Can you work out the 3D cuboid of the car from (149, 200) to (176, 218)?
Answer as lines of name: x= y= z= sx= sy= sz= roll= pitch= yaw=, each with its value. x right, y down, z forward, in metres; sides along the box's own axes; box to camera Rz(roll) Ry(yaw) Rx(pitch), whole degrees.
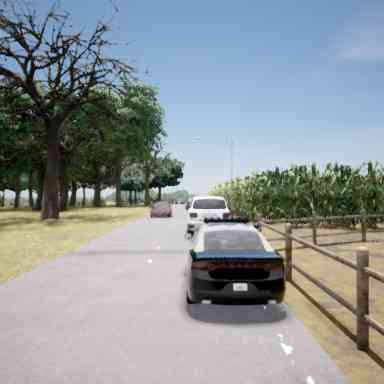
car: x=-2.820 y=1.633 z=31.143 sx=1.812 sy=1.442 sz=4.674 roll=0 pitch=0 yaw=0

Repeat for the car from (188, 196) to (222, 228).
car: x=0.847 y=1.294 z=24.219 sx=2.150 sy=2.045 sz=5.566 roll=0 pitch=0 yaw=0

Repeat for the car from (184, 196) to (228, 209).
car: x=0.842 y=1.264 z=18.217 sx=2.150 sy=2.045 sz=5.566 roll=0 pitch=0 yaw=0

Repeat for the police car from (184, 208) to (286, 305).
police car: x=0.832 y=1.433 z=8.290 sx=1.930 sy=1.638 sz=5.238 roll=0 pitch=0 yaw=0

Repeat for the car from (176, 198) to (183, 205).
car: x=-2.681 y=2.102 z=72.531 sx=2.128 sy=1.511 sz=4.902 roll=0 pitch=-1 yaw=0

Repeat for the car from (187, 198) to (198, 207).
car: x=0.056 y=1.829 z=59.198 sx=1.837 sy=1.490 sz=4.892 roll=0 pitch=-1 yaw=0
